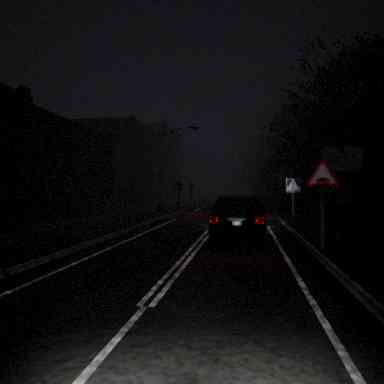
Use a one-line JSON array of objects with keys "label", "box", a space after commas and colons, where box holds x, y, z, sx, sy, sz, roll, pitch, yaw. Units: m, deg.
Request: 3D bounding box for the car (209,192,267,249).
[{"label": "car", "box": [1.997, 1.147, 14.262, 2.150, 2.045, 5.566, 0, 1, 9]}]

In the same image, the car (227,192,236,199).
[{"label": "car", "box": [9.088, 0.823, 77.000, 1.837, 1.490, 4.892, 0, 0, 10]}]
